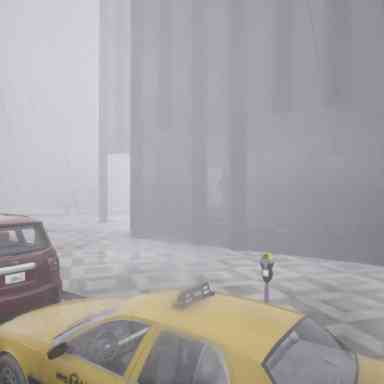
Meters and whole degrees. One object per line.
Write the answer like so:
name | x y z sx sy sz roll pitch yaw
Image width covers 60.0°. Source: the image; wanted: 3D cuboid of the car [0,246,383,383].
car | -0.191 1.525 3.099 4.829 1.417 1.752 0 0 36

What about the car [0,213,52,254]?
car | -4.466 1.314 6.155 5.009 1.841 2.192 0 0 36
